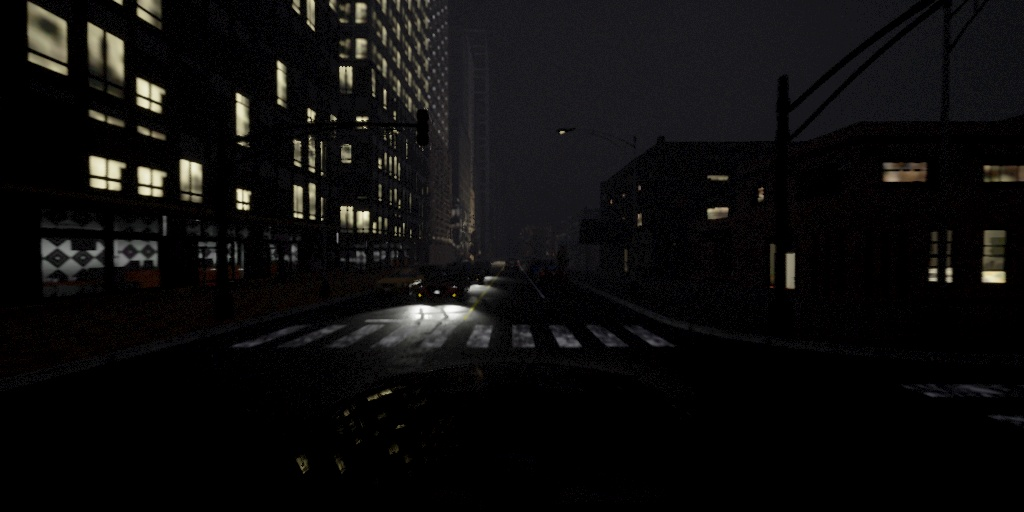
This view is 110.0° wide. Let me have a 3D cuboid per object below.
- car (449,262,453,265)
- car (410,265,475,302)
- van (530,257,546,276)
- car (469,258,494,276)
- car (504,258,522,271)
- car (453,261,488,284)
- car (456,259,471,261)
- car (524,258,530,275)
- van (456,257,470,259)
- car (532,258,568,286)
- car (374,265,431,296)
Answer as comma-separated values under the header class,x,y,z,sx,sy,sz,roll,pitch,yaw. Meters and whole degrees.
class,x,y,z,sx,sy,sz,roll,pitch,yaw
car,-5.653,1.295,25.026,1.948,1.339,4.313,0,0,0
car,-3.098,1.301,16.791,1.994,1.385,4.181,0,0,0
van,2.696,1.065,30.614,1.690,1.789,3.998,0,0,0
car,-3.082,1.224,37.018,1.837,1.490,4.892,0,0,0
car,0.011,1.274,47.467,1.994,1.385,4.181,0,0,0
car,-3.093,1.292,26.644,1.994,1.385,4.181,0,0,0
car,-5.650,1.286,36.315,1.948,1.339,4.313,0,0,0
car,2.698,1.034,36.258,2.192,1.841,5.009,0,0,0
van,-5.649,1.056,41.959,1.690,1.789,3.998,0,0,0
car,2.695,1.169,24.969,1.967,1.591,4.097,0,0,0
car,-5.825,1.260,19.212,1.751,1.417,4.829,0,0,0
